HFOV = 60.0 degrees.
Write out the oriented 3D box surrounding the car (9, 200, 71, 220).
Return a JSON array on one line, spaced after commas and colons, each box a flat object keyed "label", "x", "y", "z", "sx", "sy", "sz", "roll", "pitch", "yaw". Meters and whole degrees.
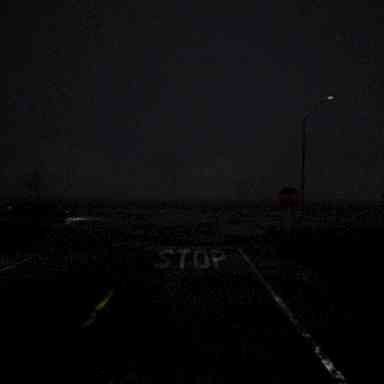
[{"label": "car", "x": -11.314, "y": 1.273, "z": 24.868, "sx": 4.181, "sy": 1.385, "sz": 1.994, "roll": 1, "pitch": 1, "yaw": 0}]
